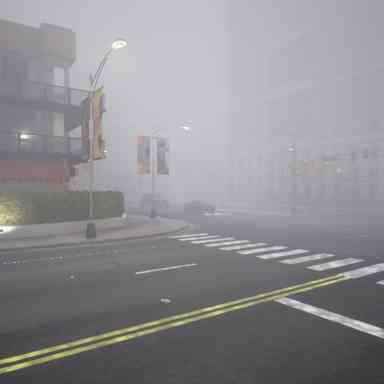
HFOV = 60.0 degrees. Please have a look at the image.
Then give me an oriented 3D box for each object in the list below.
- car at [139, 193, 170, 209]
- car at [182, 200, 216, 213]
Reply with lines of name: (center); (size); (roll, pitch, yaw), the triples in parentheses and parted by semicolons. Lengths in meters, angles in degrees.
car: (-5.203, 1.221, 45.335); (2.150, 2.045, 5.566); (0, 0, -35)
car: (0.733, 1.564, 36.698); (1.994, 1.385, 4.181); (0, 0, -35)
